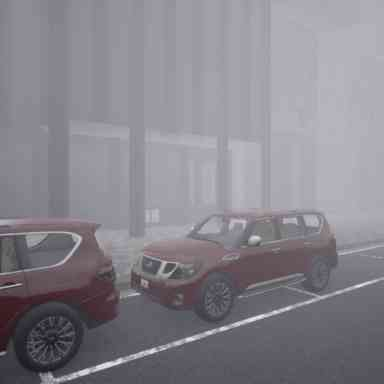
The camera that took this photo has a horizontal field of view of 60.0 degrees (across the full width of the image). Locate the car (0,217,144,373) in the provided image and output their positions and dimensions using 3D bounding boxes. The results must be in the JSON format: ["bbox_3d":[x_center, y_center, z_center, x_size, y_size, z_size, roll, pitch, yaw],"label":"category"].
[{"bbox_3d":[-3.388,1.315,4.114,5.009,1.841,2.192,0,0,-35],"label":"car"}]

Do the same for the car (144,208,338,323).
[{"bbox_3d":[1.204,1.314,7.389,5.009,1.841,2.192,0,0,-35],"label":"car"}]
